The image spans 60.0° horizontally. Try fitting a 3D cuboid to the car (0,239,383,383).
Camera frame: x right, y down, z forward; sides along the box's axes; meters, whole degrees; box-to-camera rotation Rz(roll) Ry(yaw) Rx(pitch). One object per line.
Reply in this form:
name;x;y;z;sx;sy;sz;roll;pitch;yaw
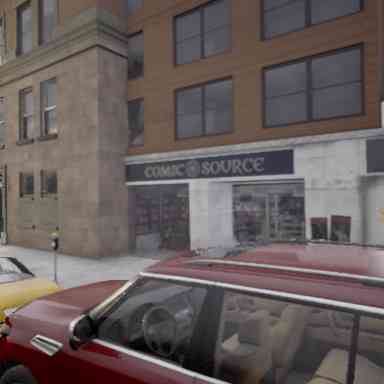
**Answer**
car;0.468;1.322;2.526;5.009;1.841;2.192;-1;-1;35
